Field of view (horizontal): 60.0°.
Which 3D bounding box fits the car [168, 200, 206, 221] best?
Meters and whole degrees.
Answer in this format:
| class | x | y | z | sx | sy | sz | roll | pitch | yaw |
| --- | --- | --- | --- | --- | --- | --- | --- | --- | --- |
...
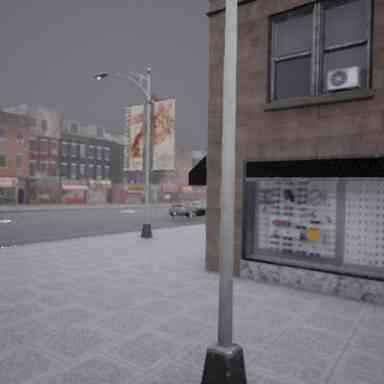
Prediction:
| class | x | y | z | sx | sy | sz | roll | pitch | yaw |
| --- | --- | --- | --- | --- | --- | --- | --- | --- | --- |
| car | 0.107 | 1.435 | 26.991 | 2.128 | 1.511 | 4.902 | 2 | 0 | 35 |
